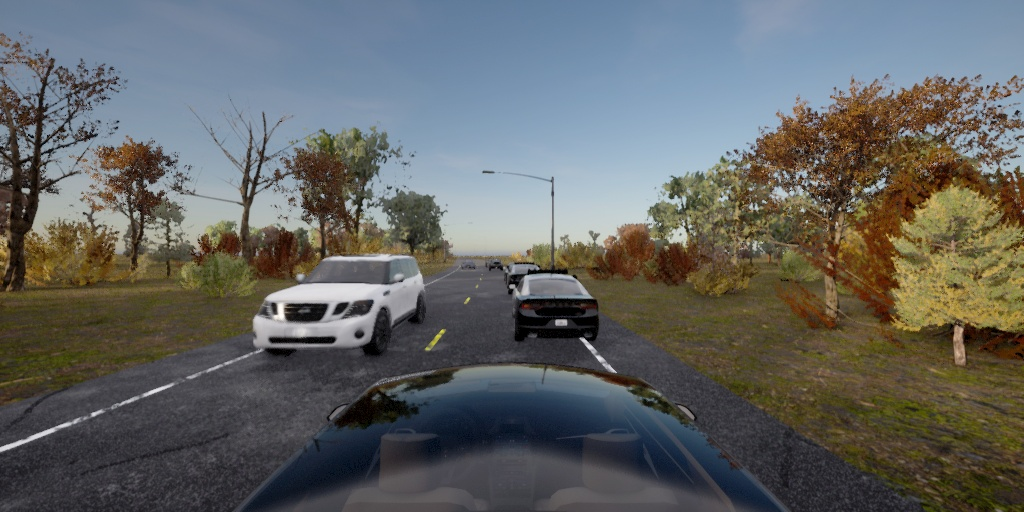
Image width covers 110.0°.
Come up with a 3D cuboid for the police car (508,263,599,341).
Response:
[{"bbox_3d":[0.966,1.169,9.970,1.930,1.638,5.238,0,0,-1],"label":"police car"}]

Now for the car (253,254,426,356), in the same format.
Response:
[{"bbox_3d":[-3.691,0.967,8.955,2.150,2.045,5.566,0,0,-1],"label":"car"}]

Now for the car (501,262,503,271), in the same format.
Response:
[{"bbox_3d":[0.406,1.203,25.939,1.882,1.535,5.008,0,0,-3],"label":"car"}]

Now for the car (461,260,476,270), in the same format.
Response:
[{"bbox_3d":[-6.142,1.263,50.502,1.994,1.385,4.181,0,0,-6],"label":"car"}]

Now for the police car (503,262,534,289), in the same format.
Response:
[{"bbox_3d":[0.674,1.159,20.021,1.930,1.638,5.238,0,0,-2],"label":"police car"}]

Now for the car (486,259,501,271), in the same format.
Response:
[{"bbox_3d":[-2.181,1.207,47.611,1.837,1.490,4.892,0,0,-5],"label":"car"}]
